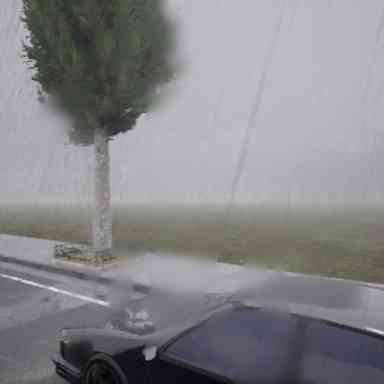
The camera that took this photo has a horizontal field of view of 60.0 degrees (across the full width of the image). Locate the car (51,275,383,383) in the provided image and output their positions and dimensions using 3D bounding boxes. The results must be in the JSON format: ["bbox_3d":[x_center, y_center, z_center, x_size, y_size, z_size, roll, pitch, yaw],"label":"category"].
[{"bbox_3d":[1.014,1.554,2.967,5.357,1.411,2.033,-1,0,35],"label":"car"}]
